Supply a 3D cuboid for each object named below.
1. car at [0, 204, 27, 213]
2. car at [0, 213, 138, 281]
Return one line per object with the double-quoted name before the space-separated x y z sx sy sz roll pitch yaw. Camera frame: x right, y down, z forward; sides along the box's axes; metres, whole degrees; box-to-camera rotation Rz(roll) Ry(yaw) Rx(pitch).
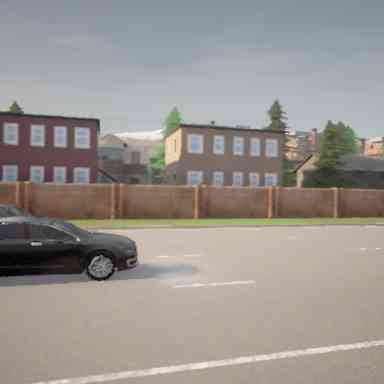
"car" -6.511 1.201 11.465 4.553 1.767 2.097 1 0 -15
"car" -3.865 1.407 8.544 4.892 1.490 1.837 0 0 -15
